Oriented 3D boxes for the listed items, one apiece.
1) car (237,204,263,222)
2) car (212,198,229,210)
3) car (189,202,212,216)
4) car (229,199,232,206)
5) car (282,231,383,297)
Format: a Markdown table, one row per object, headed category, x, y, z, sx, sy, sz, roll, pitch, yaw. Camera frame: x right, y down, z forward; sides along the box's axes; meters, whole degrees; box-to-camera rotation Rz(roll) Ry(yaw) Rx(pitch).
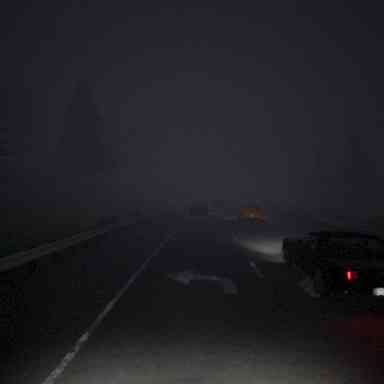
| category | x | y | z | sx | sy | sz | roll | pitch | yaw |
| --- | --- | --- | --- | --- | --- | --- | --- | --- | --- |
| car | 5.003 | 1.751 | 28.892 | 1.882 | 1.535 | 5.008 | 0 | -1 | 5 |
| car | 4.295 | 1.847 | 52.930 | 2.097 | 1.767 | 4.553 | 0 | -1 | 10 |
| car | 0.870 | 1.818 | 36.482 | 1.882 | 1.535 | 5.008 | 0 | -1 | 6 |
| car | 6.956 | 1.989 | 67.644 | 2.097 | 1.767 | 4.553 | 0 | -1 | 11 |
| car | 3.780 | 1.686 | 8.759 | 1.895 | 1.301 | 4.718 | 0 | -1 | 2 |
